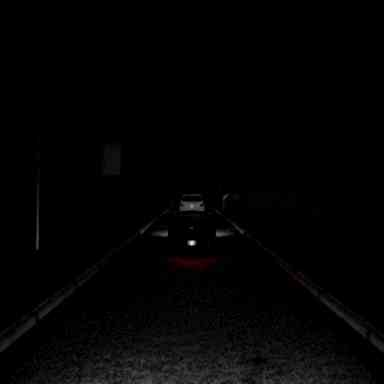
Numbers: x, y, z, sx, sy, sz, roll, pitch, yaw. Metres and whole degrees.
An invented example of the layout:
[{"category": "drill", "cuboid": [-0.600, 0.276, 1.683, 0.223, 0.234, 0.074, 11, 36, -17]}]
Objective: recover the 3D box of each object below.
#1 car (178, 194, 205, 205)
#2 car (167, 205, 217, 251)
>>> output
[{"category": "car", "cuboid": [-0.008, 1.177, 29.019, 2.150, 2.045, 5.566, 0, 0, 0]}, {"category": "car", "cuboid": [-0.001, 1.540, 14.292, 1.837, 1.490, 4.892, 0, 1, 0]}]
